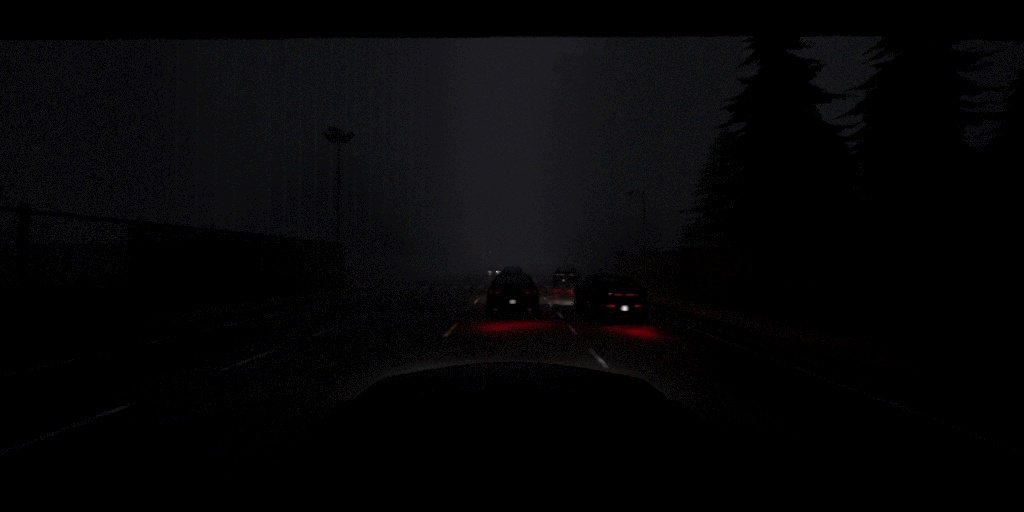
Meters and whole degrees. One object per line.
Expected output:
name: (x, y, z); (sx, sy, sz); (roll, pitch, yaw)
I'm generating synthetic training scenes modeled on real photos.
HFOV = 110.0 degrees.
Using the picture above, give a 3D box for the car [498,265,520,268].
car: (0.054, 1.606, 30.392); (1.882, 1.535, 5.008); (0, 0, 1)

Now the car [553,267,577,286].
car: (4.566, 1.597, 28.968); (2.128, 1.511, 4.902); (-1, 0, 18)

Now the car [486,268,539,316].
car: (0.046, 1.405, 14.451); (1.882, 1.535, 5.008); (0, -1, 1)

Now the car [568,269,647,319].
car: (3.537, 1.420, 13.598); (1.837, 1.490, 4.892); (0, -1, 1)
